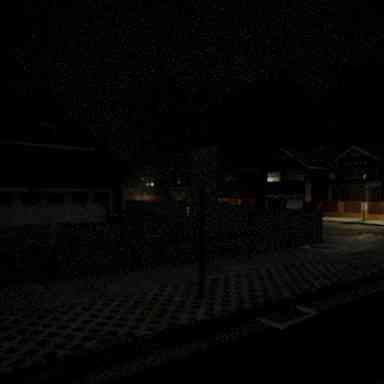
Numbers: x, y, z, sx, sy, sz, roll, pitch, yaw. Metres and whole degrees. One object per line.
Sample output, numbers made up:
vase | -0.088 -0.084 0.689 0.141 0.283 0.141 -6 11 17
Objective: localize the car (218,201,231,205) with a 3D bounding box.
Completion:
car | 2.496 1.523 29.772 1.882 1.535 5.008 1 0 -35

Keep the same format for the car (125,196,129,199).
car | -11.066 1.162 49.308 2.150 2.045 5.566 1 -1 -35
